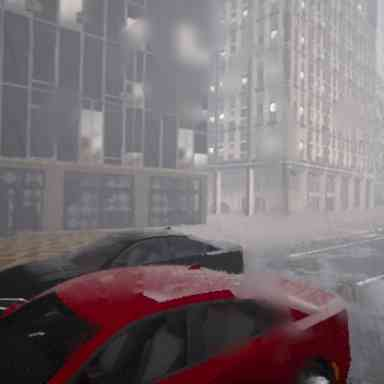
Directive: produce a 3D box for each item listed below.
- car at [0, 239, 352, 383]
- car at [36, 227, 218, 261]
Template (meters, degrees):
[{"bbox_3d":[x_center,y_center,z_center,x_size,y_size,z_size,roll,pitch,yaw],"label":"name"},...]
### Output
[{"bbox_3d":[-0.630,1.485,2.844,5.008,1.535,1.882,0,0,-36],"label":"car"},{"bbox_3d":[-1.150,1.493,6.481,5.008,1.535,1.882,0,0,-36],"label":"car"}]
